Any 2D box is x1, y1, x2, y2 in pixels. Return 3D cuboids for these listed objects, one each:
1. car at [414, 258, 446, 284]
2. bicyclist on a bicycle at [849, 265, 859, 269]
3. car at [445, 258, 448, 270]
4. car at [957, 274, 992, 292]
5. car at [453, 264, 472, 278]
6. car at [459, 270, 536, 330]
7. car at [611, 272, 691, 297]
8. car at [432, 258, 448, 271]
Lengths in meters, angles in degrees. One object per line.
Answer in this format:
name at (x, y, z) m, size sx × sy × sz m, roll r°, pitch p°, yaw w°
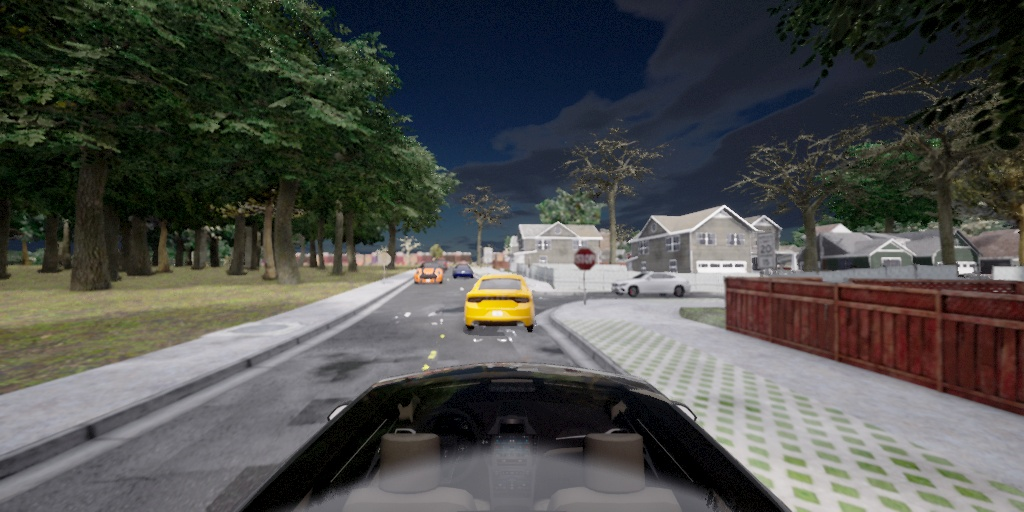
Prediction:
car at (-6.587, 1.269, 28.769) m, size 2.097 × 1.767 × 4.553 m, roll 0°, pitch 0°, yaw -10°
bicyclist on a bicycle at (16.029, 1.227, 16.649) m, size 0.582 × 1.620 × 1.656 m, roll 1°, pitch -3°, yaw -10°
car at (-9.839, 1.384, 47.344) m, size 2.097 × 1.767 × 4.553 m, roll 0°, pitch -1°, yaw -10°
car at (31.670, 2.014, 25.212) m, size 4.892 × 1.490 × 1.837 m, roll 1°, pitch -3°, yaw -9°
car at (-5.115, 1.544, 37.162) m, size 1.994 × 1.385 × 4.181 m, roll 0°, pitch 0°, yaw -10°
car at (-0.269, 1.320, 11.543) m, size 1.882 × 1.535 × 5.008 m, roll 0°, pitch 0°, yaw 2°
car at (8.196, 1.649, 21.236) m, size 4.674 × 1.442 × 1.812 m, roll 1°, pitch -3°, yaw -10°
car at (-11.521, 1.354, 57.886) m, size 2.150 × 2.045 × 5.566 m, roll 0°, pitch 0°, yaw -8°
